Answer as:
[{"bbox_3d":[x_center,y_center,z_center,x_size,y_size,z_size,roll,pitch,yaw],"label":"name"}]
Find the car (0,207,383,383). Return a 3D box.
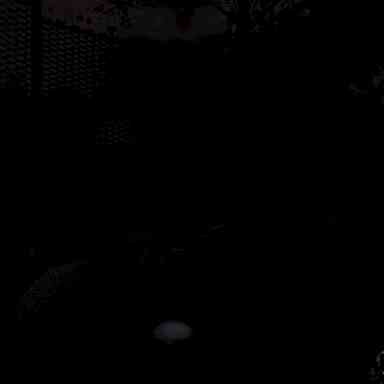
[{"bbox_3d":[-0.075,1.218,3.064,5.566,2.045,2.150,0,0,-36],"label":"car"}]
